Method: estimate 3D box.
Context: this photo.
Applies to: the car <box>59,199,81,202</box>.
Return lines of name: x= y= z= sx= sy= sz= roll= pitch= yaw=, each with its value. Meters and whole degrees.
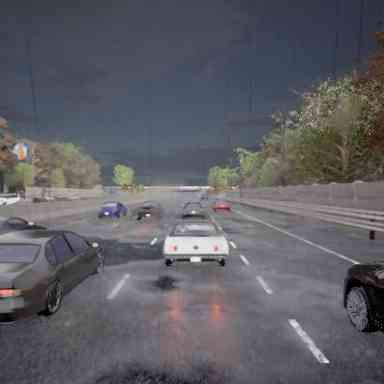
car: x=-17.542 y=1.683 z=49.392 sx=1.895 sy=1.301 sz=4.718 roll=0 pitch=0 yaw=0

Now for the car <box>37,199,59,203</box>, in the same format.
car: x=-21.029 y=1.684 z=50.186 sx=1.895 sy=1.301 sz=4.718 roll=0 pitch=0 yaw=1

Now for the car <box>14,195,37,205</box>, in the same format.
car: x=-24.533 y=1.610 z=50.586 sx=1.812 sy=1.442 sz=4.674 roll=0 pitch=0 yaw=0

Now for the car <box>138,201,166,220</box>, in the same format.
car: x=-3.384 y=1.547 z=28.144 sx=1.837 sy=1.490 sz=4.892 roll=0 pitch=0 yaw=0

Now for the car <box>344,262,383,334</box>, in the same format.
car: x=3.558 y=1.462 z=3.882 sx=2.128 sy=1.511 sz=4.902 roll=0 pitch=0 yaw=0

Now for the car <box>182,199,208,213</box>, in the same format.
car: x=0.118 y=1.607 z=28.883 sx=1.994 sy=1.385 sz=4.181 roll=0 pitch=0 yaw=0

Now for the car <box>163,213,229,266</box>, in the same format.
car: x=0.111 y=1.616 z=11.613 sx=1.895 sy=1.301 sz=4.718 roll=0 pitch=0 yaw=0

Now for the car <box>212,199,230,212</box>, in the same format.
car: x=3.522 y=1.581 z=40.526 sx=1.994 sy=1.385 sz=4.181 roll=0 pitch=0 yaw=0

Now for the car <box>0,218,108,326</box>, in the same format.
car: x=-3.395 y=1.557 z=7.418 sx=2.033 sy=1.411 sz=5.357 roll=0 pitch=0 yaw=0

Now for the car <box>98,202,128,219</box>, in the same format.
car: x=-6.884 y=1.570 z=29.189 sx=1.812 sy=1.442 sz=4.674 roll=0 pitch=0 yaw=0

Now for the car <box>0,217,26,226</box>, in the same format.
car: x=-6.889 y=1.580 z=12.082 sx=1.994 sy=1.385 sz=4.181 roll=0 pitch=0 yaw=0

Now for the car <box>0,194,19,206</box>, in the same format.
car: x=-28.021 y=1.303 z=50.106 sx=2.150 sy=2.045 sz=5.566 roll=0 pitch=0 yaw=1

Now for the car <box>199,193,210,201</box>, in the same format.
car: x=3.551 y=1.413 z=91.290 sx=2.150 sy=2.045 sz=5.566 roll=0 pitch=0 yaw=0
